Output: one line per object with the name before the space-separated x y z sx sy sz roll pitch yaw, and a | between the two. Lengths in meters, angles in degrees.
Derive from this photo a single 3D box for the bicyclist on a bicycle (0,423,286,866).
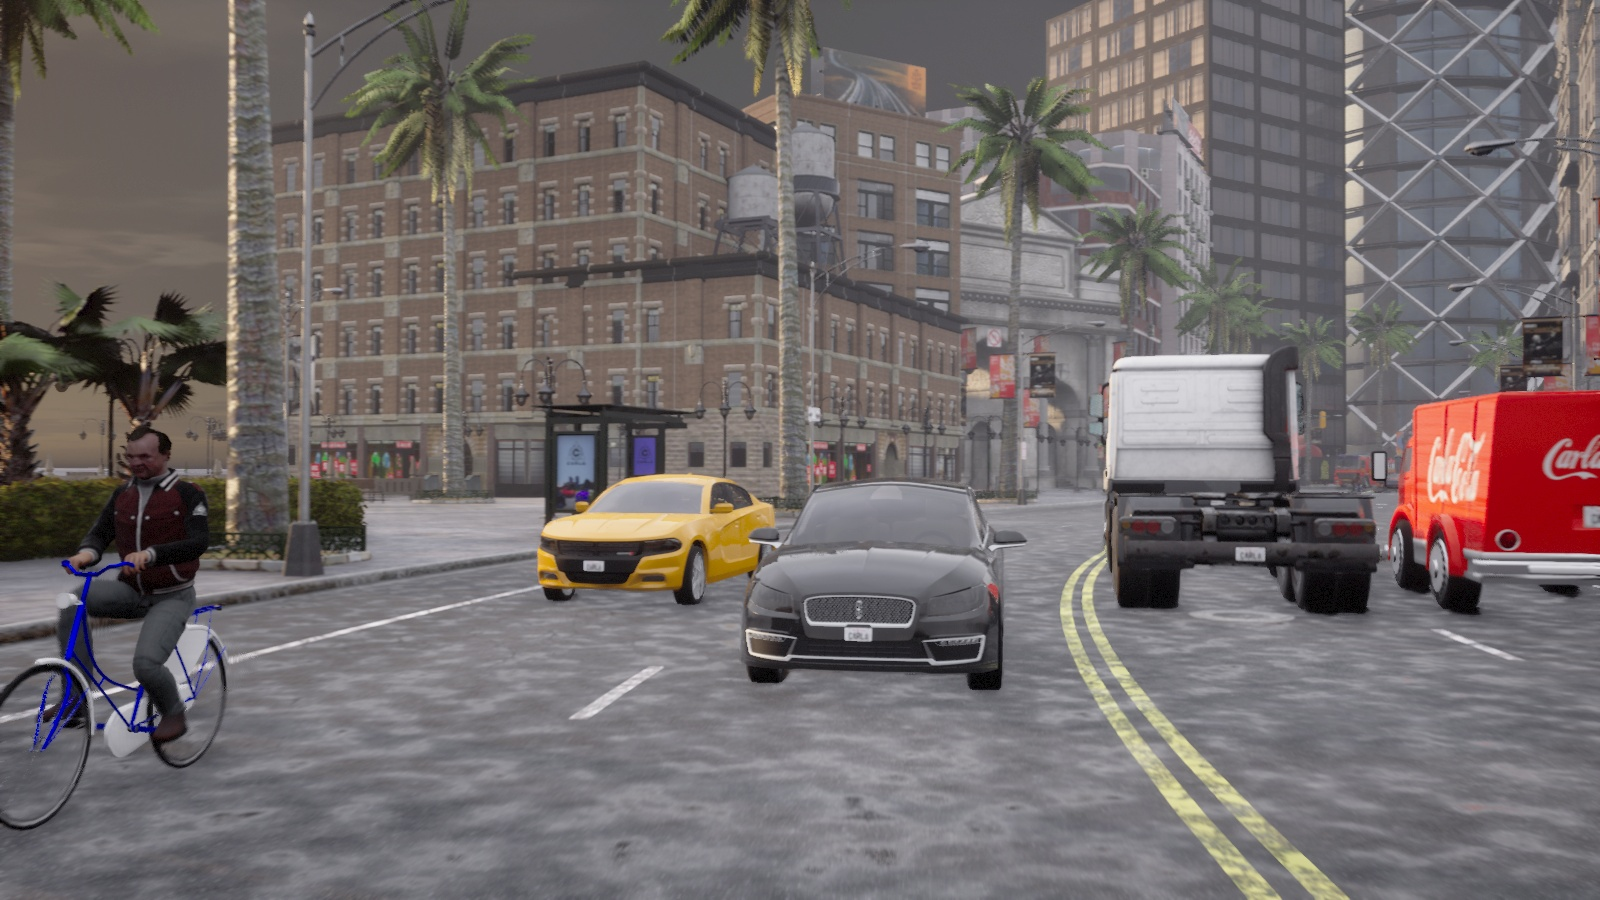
bicyclist on a bicycle | -3.240 0.796 5.998 0.659 1.776 1.843 0 -1 5

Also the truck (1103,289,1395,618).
truck | 5.728 0.106 17.394 2.891 3.462 7.936 0 -1 13

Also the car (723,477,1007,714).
car | 0.804 0.995 10.648 1.837 1.490 4.892 0 -1 10

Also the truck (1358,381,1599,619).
truck | 8.893 0.560 15.550 2.627 2.467 5.204 0 -1 13

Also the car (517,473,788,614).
car | -1.689 1.072 16.394 1.882 1.535 5.008 0 -1 14
